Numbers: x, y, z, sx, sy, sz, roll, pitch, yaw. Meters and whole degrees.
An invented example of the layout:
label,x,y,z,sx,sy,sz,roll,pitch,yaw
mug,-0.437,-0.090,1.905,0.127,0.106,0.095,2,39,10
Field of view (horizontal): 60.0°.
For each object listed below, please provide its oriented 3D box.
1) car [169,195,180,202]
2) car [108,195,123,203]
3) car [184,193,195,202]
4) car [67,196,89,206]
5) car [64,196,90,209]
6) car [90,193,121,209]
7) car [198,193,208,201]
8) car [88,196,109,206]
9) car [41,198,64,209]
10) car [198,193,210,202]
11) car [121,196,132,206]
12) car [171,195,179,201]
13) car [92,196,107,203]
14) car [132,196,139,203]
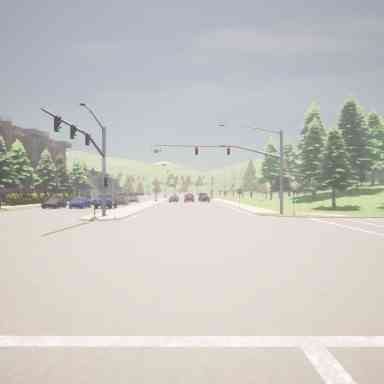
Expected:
label,x,y,z,sx,sy,sz,roll,pitch,yaw
car,-4.087,1.541,72.899,2.033,1.411,5.357,0,0,-1
car,-15.512,1.478,67.802,1.882,1.535,5.008,0,0,-1
car,-0.589,1.225,73.019,2.150,2.045,5.566,0,0,-1
car,-18.902,1.478,55.388,1.882,1.535,5.008,0,0,-1
car,-15.269,1.478,45.537,1.882,1.535,5.008,0,0,-1
car,-11.773,1.222,45.720,2.150,2.045,5.566,0,0,-1
car,2.748,1.194,83.666,2.150,2.045,5.566,0,0,-1
car,-15.403,1.492,55.186,2.128,1.511,4.902,0,0,-1
car,-18.771,1.547,45.605,2.033,1.411,5.357,0,0,-1
car,2.905,1.501,73.442,1.837,1.490,4.892,0,0,-1
car,-11.910,1.505,55.818,1.837,1.490,4.892,0,0,-1
car,-4.251,1.488,83.517,1.812,1.442,4.674,0,0,-1
car,-19.022,1.500,68.493,1.837,1.490,4.892,0,0,-1
car,-12.019,1.540,68.302,2.033,1.411,5.357,0,0,-1
